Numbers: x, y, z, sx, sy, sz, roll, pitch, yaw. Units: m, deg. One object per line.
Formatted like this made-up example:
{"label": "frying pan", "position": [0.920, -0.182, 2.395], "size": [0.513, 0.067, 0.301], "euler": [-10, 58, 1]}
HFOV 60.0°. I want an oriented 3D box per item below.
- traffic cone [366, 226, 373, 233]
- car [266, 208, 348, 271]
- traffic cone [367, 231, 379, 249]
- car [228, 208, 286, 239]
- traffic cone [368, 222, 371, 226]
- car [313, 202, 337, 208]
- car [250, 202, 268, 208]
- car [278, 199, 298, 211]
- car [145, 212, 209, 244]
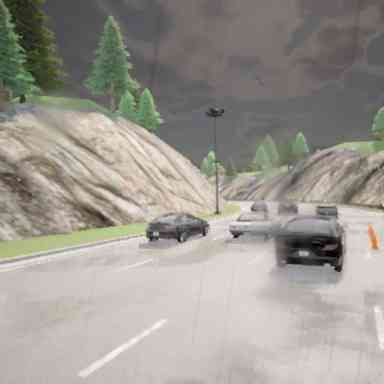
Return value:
{"label": "traffic cone", "position": [8.193, 1.978, 15.131], "size": [0.340, 0.580, 0.340], "euler": [-2, -1, 26]}
{"label": "car", "position": [4.156, 1.537, 11.347], "size": [1.882, 1.535, 5.008], "euler": [-2, -1, 26]}
{"label": "traffic cone", "position": [7.303, 1.974, 13.340], "size": [0.340, 0.580, 0.340], "euler": [-2, -1, 26]}
{"label": "car", "position": [3.607, 1.762, 18.263], "size": [1.895, 1.301, 4.718], "euler": [-2, -1, 25]}
{"label": "traffic cone", "position": [9.083, 1.982, 16.922], "size": [0.340, 0.580, 0.340], "euler": [-2, -1, 26]}
{"label": "car", "position": [12.349, 1.629, 30.743], "size": [2.128, 1.511, 4.902], "euler": [-1, -1, 19]}
{"label": "car", "position": [8.466, 1.931, 42.042], "size": [1.994, 1.385, 4.181], "euler": [-1, -1, 15]}
{"label": "car", "position": [10.784, 1.608, 37.466], "size": [2.097, 1.767, 4.553], "euler": [-2, -1, 17]}
{"label": "car", "position": [-0.671, 1.768, 17.408], "size": [1.812, 1.442, 4.674], "euler": [-2, -1, 26]}
